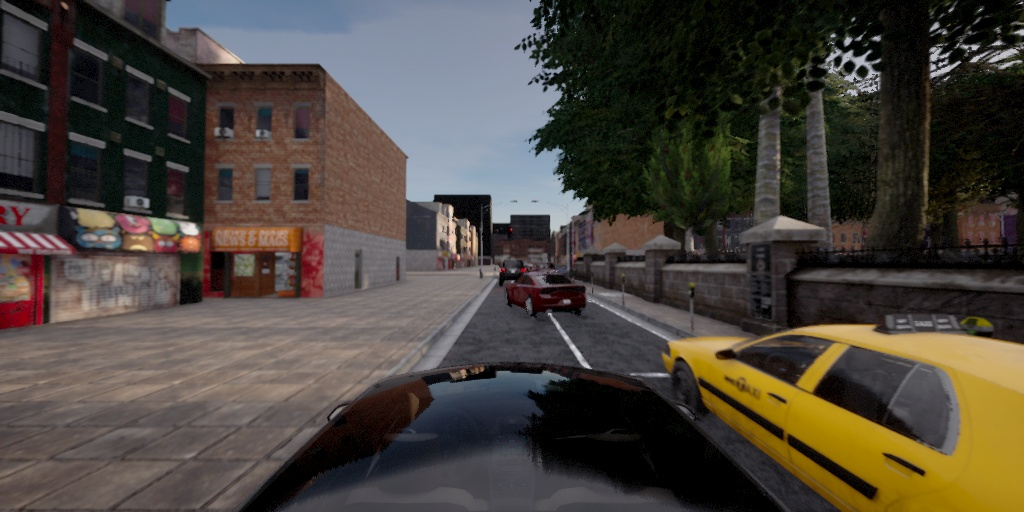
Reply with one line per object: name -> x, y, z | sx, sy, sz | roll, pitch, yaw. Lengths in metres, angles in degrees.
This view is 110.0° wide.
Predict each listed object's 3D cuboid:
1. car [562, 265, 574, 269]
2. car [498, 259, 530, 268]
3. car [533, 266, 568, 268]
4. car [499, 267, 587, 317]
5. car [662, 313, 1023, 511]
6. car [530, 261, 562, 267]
car -> 6.315, 1.746, 41.861 | 5.357, 1.411, 2.033 | 0, -1, -7
car -> 0.088, 1.267, 28.946 | 2.150, 2.045, 5.566 | 0, -1, 0
car -> 2.642, 1.585, 25.181 | 1.802, 1.307, 4.207 | 0, 0, 0
car -> 1.110, 1.357, 14.059 | 1.882, 1.535, 5.008 | 0, 0, -16
car -> 3.025, 1.220, 2.962 | 1.801, 1.575, 5.366 | 0, -1, 0
car -> 2.643, 1.381, 30.629 | 2.192, 1.841, 5.009 | 0, 0, 0
